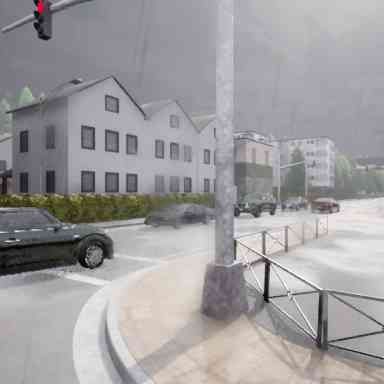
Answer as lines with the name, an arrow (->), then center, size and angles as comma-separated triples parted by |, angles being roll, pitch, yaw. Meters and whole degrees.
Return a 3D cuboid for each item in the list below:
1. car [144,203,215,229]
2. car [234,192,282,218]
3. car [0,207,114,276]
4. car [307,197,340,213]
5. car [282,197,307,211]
car -> -0.499, 1.360, 20.198 | 2.033, 1.411, 5.357 | 0, 0, 35
car -> 5.464, 1.034, 28.611 | 2.150, 2.045, 5.566 | 0, 0, 35
car -> -4.321, 1.168, 8.538 | 4.553, 1.767, 2.097 | 0, 0, -44
car -> 13.528, 1.289, 33.600 | 1.882, 1.535, 5.008 | 0, 0, 35
car -> 11.531, 1.304, 37.094 | 2.128, 1.511, 4.902 | 0, 0, 36
